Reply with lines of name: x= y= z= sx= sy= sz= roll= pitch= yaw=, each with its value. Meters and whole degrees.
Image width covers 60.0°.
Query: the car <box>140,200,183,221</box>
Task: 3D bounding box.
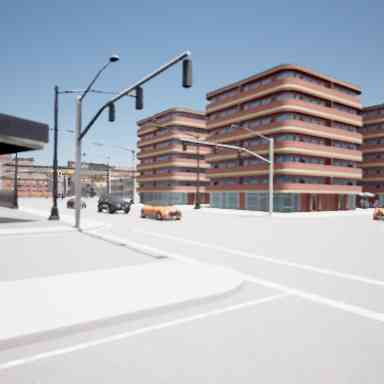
car: x=-2.775 y=1.551 z=29.763 sx=2.097 sy=1.767 sz=4.553 roll=1 pitch=-1 yaw=-36

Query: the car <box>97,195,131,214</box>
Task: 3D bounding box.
car: x=-9.059 y=1.418 z=38.287 sx=2.150 sy=2.045 sz=5.566 roll=1 pitch=0 yaw=-36

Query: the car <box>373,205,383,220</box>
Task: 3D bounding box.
car: x=19.326 y=1.804 z=31.895 sx=4.553 sy=1.767 sz=2.097 roll=1 pitch=-1 yaw=-35

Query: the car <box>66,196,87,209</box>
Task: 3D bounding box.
car: x=-17.028 y=1.701 z=49.079 sx=1.837 sy=1.490 sz=4.892 roll=1 pitch=-1 yaw=-36
